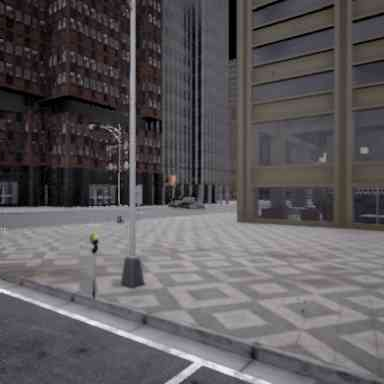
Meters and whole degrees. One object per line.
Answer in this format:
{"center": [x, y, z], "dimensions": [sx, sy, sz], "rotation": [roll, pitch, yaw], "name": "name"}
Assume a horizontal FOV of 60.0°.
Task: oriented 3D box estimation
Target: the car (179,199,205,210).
{"center": [0.355, 2.192, 53.892], "dimensions": [1.994, 1.385, 4.181], "rotation": [0, -1, 36], "name": "car"}

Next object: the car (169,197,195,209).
{"center": [-1.478, 1.862, 56.907], "dimensions": [2.150, 2.045, 5.566], "rotation": [0, -1, 36], "name": "car"}
